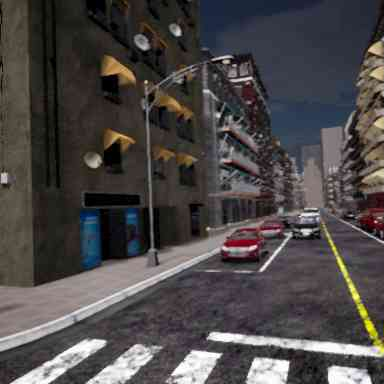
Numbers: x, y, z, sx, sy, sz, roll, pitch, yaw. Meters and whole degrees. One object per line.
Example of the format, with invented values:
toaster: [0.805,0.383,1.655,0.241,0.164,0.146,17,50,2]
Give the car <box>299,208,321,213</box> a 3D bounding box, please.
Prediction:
car: [15.497,3.099,43.274,2.150,2.045,5.566,-4,-4,20]

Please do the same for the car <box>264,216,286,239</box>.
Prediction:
car: [6.050,2.784,25.075,1.802,1.307,4.206,-4,-4,20]

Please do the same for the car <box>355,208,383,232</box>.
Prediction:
car: [15.221,2.270,27.345,2.192,1.841,5.009,-4,-4,20]

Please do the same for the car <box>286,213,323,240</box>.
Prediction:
car: [8.275,2.540,23.981,2.128,1.511,4.902,-4,-3,20]

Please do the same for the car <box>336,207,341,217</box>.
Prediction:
car: [25.047,3.620,53.874,1.887,1.381,4.507,-4,-4,20]

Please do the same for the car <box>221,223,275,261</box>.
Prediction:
car: [2.608,2.395,15.767,1.802,1.307,4.206,-4,-4,20]

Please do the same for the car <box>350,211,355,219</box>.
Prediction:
car: [17.196,2.728,32.639,2.008,1.369,4.403,-4,-4,20]

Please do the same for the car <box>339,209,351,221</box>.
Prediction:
car: [23.086,3.416,48.564,1.947,1.339,4.313,-4,-4,20]

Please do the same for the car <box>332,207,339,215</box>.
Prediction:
car: [28.974,4.077,64.491,2.008,1.369,4.403,-4,-4,20]

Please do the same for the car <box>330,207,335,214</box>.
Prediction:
car: [34.871,4.518,80.424,2.192,1.841,5.009,-4,-4,20]

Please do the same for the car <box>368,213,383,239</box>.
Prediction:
car: [13.271,2.276,22.022,1.887,1.381,4.507,-4,-4,20]

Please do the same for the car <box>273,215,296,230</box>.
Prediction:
car: [9.965,3.214,35.669,1.947,1.339,4.313,-4,-4,20]
